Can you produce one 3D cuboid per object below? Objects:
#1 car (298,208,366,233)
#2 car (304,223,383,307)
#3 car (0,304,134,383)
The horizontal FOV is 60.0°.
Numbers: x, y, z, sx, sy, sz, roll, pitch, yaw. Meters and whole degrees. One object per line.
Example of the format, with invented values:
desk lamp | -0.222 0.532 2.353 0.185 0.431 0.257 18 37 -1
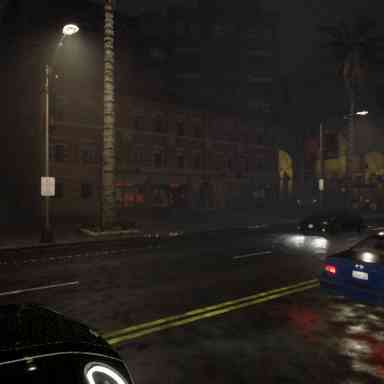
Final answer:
car | 7.693 1.564 18.203 4.181 1.385 1.994 0 0 -36
car | 5.077 1.547 7.460 5.357 1.411 2.033 0 0 -35
car | -2.556 1.352 1.868 4.553 1.767 2.097 0 0 -36
